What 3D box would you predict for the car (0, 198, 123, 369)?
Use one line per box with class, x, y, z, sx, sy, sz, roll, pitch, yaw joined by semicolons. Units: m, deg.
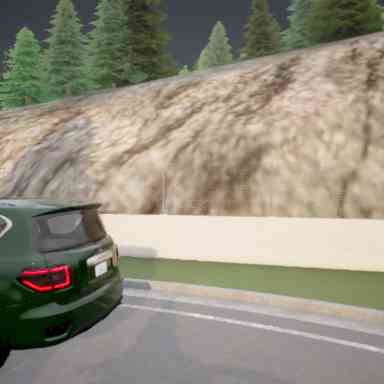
car;-3.828;1.120;5.001;5.566;2.045;2.150;0;1;12
